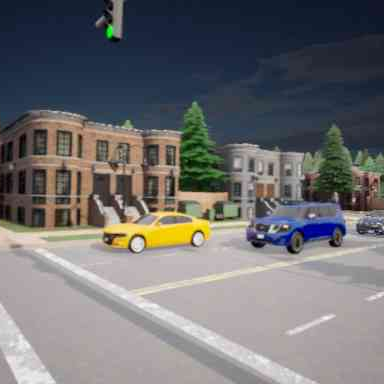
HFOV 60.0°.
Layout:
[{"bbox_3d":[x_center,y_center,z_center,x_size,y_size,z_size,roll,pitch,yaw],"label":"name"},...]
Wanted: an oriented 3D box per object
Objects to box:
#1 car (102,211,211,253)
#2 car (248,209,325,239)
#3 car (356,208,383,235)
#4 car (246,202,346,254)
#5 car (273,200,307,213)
[{"bbox_3d":[-1.407,1.622,14.489,5.008,1.535,1.882,2,-1,-39],"label":"car"},{"bbox_3d":[5.891,1.845,20.493,4.902,1.511,2.128,2,-1,-39],"label":"car"},{"bbox_3d":[12.454,1.840,21.331,4.553,1.767,2.097,2,-1,-39],"label":"car"},{"bbox_3d":[4.892,1.494,15.151,5.566,2.045,2.150,2,-1,-40],"label":"car"},{"bbox_3d":[14.707,2.183,50.229,2.097,1.767,4.553,2,-1,-37],"label":"car"}]
